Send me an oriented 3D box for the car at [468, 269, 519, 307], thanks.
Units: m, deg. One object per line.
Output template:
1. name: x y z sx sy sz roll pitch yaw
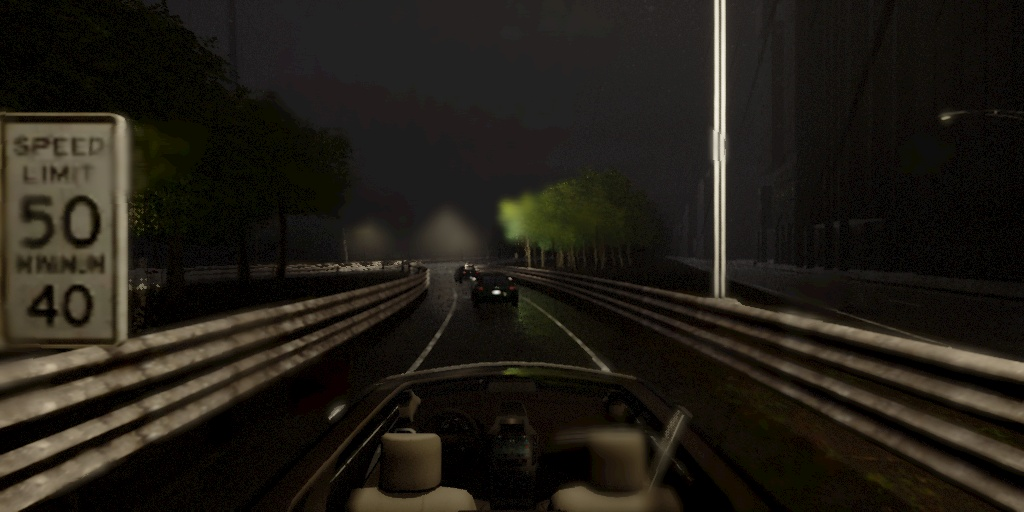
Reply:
1. car: -0.893 1.479 16.621 1.994 1.385 4.181 0 -1 -8

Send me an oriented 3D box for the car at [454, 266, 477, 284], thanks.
1. car: -3.981 1.594 31.767 2.128 1.511 4.902 0 -1 -16
